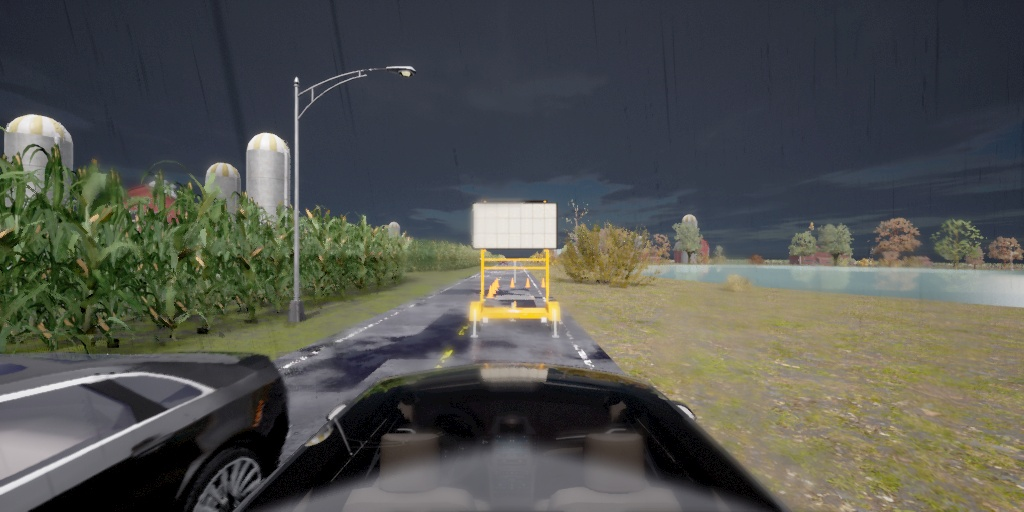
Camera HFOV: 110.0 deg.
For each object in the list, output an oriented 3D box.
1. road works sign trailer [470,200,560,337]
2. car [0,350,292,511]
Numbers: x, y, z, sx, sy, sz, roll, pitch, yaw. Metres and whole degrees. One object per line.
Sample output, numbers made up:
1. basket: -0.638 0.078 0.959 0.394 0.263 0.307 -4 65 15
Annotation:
1. road works sign trailer: 0.084 0.217 10.232 2.380 3.560 2.880 0 0 1
2. car: -2.747 1.241 0.937 2.128 1.511 4.902 0 0 0
